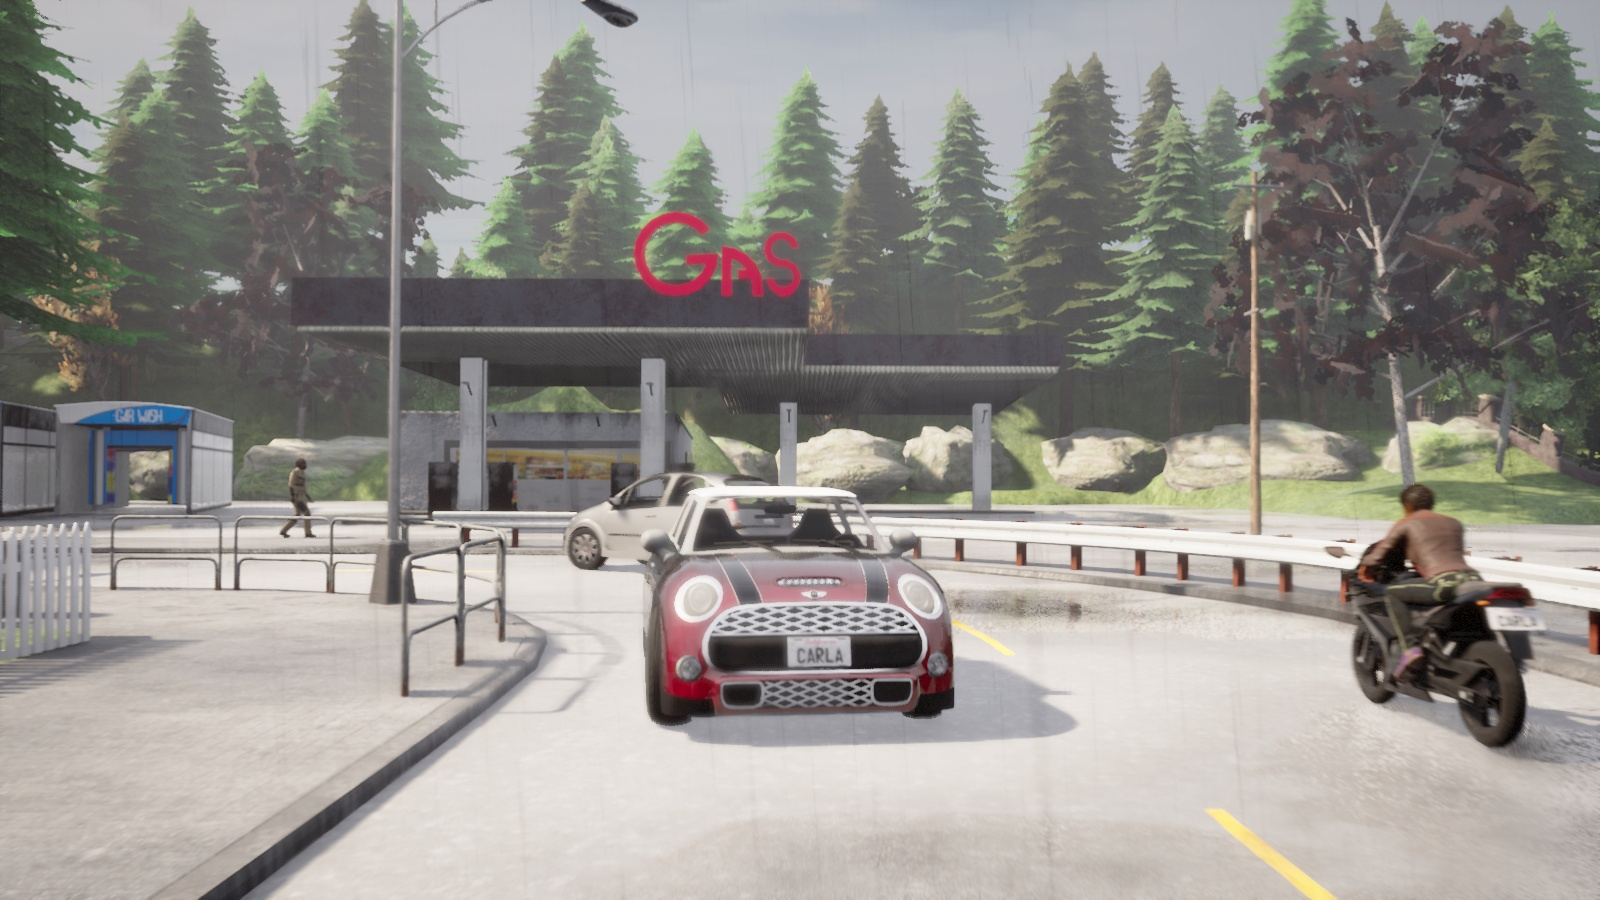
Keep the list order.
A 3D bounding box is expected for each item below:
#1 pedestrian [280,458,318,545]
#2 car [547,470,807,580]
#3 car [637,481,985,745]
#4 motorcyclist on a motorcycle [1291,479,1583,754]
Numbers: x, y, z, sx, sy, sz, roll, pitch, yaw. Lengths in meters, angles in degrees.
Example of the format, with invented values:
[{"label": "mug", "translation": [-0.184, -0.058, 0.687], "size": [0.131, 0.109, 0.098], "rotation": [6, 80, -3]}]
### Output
[{"label": "pedestrian", "translation": [-11.176, 1.140, 28.038], "size": [0.692, 1.930, 0.396], "rotation": [0, -1, -4]}, {"label": "car", "translation": [-2.046, 1.140, 20.391], "size": [3.988, 1.617, 1.851], "rotation": [-1, -1, 36]}, {"label": "car", "translation": [-0.163, 0.971, 9.149], "size": [1.970, 1.475, 3.806], "rotation": [0, -1, -8]}, {"label": "motorcyclist on a motorcycle", "translation": [3.958, 0.949, 8.037], "size": [0.797, 1.523, 2.044], "rotation": [0, -1, -1]}]
